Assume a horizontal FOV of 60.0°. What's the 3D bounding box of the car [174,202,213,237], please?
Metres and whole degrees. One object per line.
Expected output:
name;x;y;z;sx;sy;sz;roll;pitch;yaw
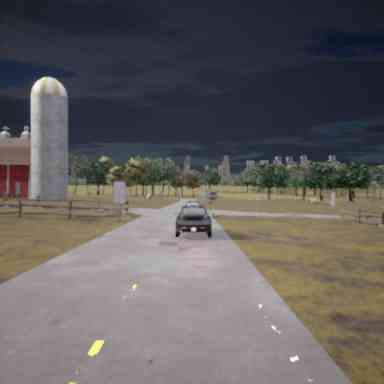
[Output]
car;0.090;1.493;18.023;1.837;1.490;4.892;0;0;0
